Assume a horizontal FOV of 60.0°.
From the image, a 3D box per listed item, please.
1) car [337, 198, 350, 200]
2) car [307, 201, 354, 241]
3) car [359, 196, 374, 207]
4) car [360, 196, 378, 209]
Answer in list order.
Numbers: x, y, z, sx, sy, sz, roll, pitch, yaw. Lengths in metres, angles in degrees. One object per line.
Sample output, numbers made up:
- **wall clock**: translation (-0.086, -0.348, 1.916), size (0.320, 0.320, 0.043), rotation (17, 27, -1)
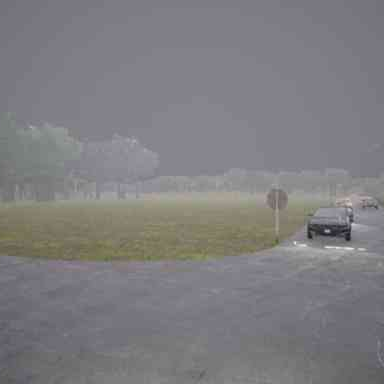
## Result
- **car**: translation (16.703, 1.460, 36.679), size (1.882, 1.535, 5.008), rotation (0, 0, 27)
- **car**: translation (7.096, 1.466, 16.983), size (1.882, 1.535, 5.008), rotation (0, 0, 26)
- **car**: translation (28.023, 1.456, 53.510), size (1.882, 1.535, 5.008), rotation (0, 0, 26)
- **car**: translation (23.454, 1.526, 43.869), size (2.033, 1.411, 5.357), rotation (0, 0, 26)
